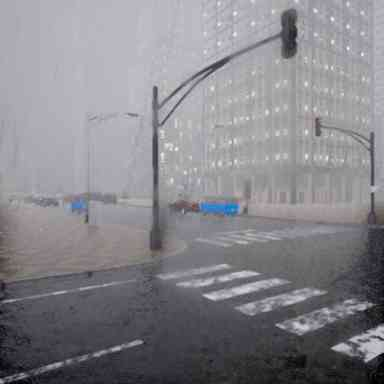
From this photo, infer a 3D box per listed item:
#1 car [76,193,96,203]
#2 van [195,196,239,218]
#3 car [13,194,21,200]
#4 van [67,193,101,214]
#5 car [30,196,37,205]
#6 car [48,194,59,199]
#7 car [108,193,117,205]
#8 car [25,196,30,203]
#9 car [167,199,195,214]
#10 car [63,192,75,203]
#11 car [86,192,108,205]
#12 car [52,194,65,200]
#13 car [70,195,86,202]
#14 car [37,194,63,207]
[{"bbox_3d":[-19.496,1.038,61.089,2.192,1.841,5.009,0,0,-34],"label":"car"},{"bbox_3d":[2.314,1.246,29.034,1.690,1.788,3.998,0,0,-34],"label":"van"},{"bbox_3d":[-41.951,1.219,79.341,1.802,1.307,4.206,0,0,-34],"label":"car"},{"bbox_3d":[-10.925,1.243,33.451,1.690,1.788,3.998,0,0,-34],"label":"van"},{"bbox_3d":[-23.336,1.348,51.806,2.008,1.369,4.403,0,0,-34],"label":"car"},{"bbox_3d":[-35.104,1.114,84.175,1.752,1.417,4.829,0,0,-34],"label":"car"},{"bbox_3d":[-13.291,1.091,51.911,2.192,1.841,5.009,0,0,-34],"label":"car"},{"bbox_3d":[-29.541,1.326,60.985,1.802,1.307,4.206,0,0,-34],"label":"car"},{"bbox_3d":[-0.863,1.424,33.572,1.887,1.381,4.507,0,0,-34],"label":"car"},{"bbox_3d":[-20.824,1.224,58.245,1.882,1.535,5.008,0,0,-34],"label":"car"},{"bbox_3d":[-14.971,1.017,49.640,2.150,2.045,5.566,0,0,-34],"label":"car"},{"bbox_3d":[-31.906,1.167,79.446,2.008,1.369,4.403,0,0,-34],"label":"car"},{"bbox_3d":[-22.599,1.262,65.679,1.947,1.339,4.313,0,0,-34],"label":"car"},{"bbox_3d":[-20.233,1.389,47.218,1.947,1.339,4.313,0,0,-34],"label":"car"}]
